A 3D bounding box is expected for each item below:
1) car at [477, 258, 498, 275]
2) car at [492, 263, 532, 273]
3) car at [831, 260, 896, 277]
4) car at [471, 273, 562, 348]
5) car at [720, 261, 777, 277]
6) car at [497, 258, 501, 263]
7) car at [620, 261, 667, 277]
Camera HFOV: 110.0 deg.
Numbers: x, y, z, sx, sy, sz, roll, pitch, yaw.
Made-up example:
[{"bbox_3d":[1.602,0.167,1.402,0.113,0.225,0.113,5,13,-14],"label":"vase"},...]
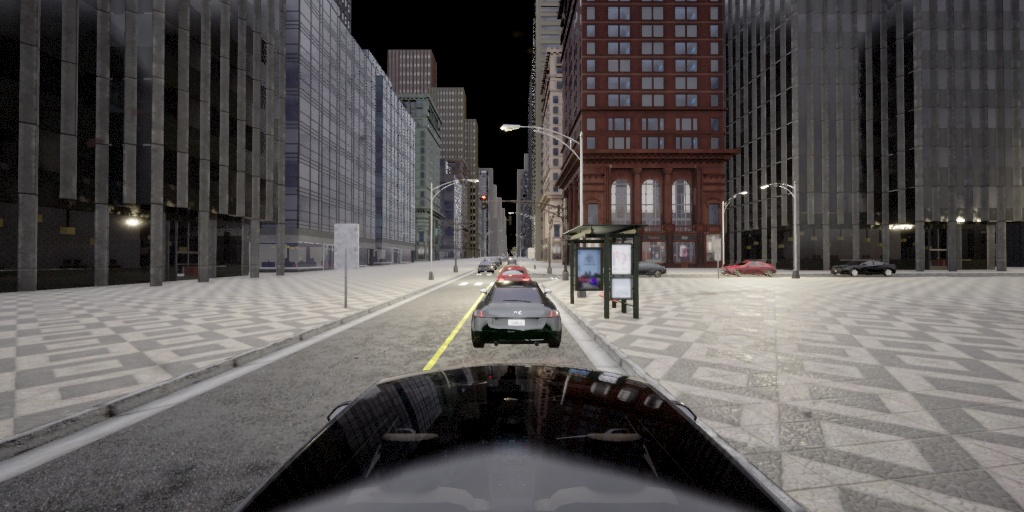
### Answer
[{"bbox_3d":[-2.841,1.254,39.541,2.033,1.411,5.357,0,0,-4],"label":"car"},{"bbox_3d":[0.114,1.269,19.092,1.812,1.442,4.674,0,0,1],"label":"car"},{"bbox_3d":[32.449,1.103,33.203,5.008,1.535,1.882,0,-1,0],"label":"car"},{"bbox_3d":[0.097,1.314,9.257,1.994,1.385,4.181,0,0,0],"label":"car"},{"bbox_3d":[21.839,1.190,33.220,4.674,1.442,1.812,0,-1,0],"label":"car"},{"bbox_3d":[-3.108,1.169,51.173,2.128,1.511,4.902,0,0,0],"label":"car"},{"bbox_3d":[11.864,1.225,33.224,4.674,1.442,1.812,0,-1,-2],"label":"car"}]
